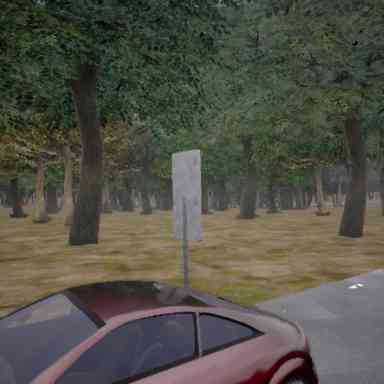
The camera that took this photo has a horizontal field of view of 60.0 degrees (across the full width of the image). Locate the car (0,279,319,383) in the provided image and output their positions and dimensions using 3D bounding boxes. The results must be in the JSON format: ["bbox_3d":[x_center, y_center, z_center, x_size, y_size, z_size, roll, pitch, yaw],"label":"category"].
[{"bbox_3d":[-0.830,1.564,2.789,4.181,1.385,1.994,0,0,-36],"label":"car"}]
